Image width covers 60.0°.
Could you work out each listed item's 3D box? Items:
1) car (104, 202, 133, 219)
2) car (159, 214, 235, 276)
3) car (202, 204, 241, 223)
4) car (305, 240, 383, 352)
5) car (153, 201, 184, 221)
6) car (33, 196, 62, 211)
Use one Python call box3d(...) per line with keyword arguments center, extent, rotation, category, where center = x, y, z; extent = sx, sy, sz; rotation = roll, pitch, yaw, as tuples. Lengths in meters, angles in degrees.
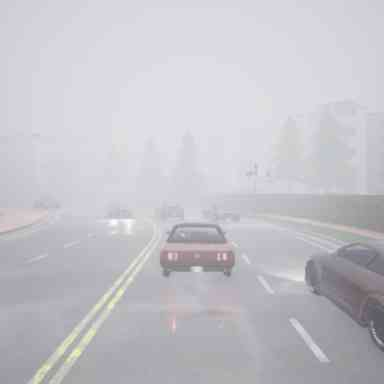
box3d(center=(-6.403, 1.539, 28.827), extent=(1.994, 1.385, 4.181), rotation=(0, 0, -21), category="car")
box3d(center=(0.126, 1.599, 10.332), extent=(1.895, 1.301, 4.718), rotation=(0, 0, 0), category="car")
box3d(center=(2.119, 1.602, 25.503), extent=(1.895, 1.301, 4.718), rotation=(0, 0, -12), category="car")
box3d(center=(3.609, 1.574, 6.123), extent=(1.994, 1.385, 4.181), rotation=(0, 0, 1), category="car")
box3d(center=(-1.947, 1.480, 27.057), extent=(2.128, 1.511, 4.902), rotation=(0, 0, -15), category="car")
box3d(center=(-17.714, 1.290, 40.696), extent=(2.097, 1.767, 4.553), rotation=(0, 0, -44), category="car")
